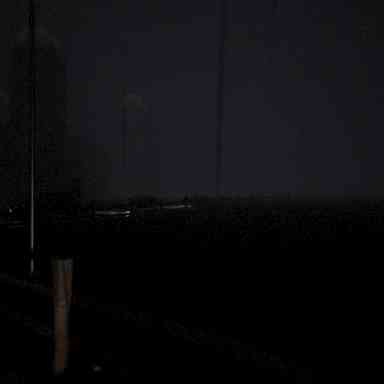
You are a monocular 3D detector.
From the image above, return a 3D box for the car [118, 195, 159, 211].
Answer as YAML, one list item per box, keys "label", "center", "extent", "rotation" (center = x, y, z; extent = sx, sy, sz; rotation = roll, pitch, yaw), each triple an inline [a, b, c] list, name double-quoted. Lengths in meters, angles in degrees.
- label: "car"
  center: [-5.569, 1.064, 35.060]
  extent: [1.882, 1.535, 5.008]
  rotation: [1, 1, 35]

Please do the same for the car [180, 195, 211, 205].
- label: "car"
  center: [0.528, 1.039, 43.698]
  extent: [1.895, 1.301, 4.718]
  rotation: [1, 1, 35]

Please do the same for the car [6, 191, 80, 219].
- label: "car"
  center: [-11.617, 0.958, 26.470]
  extent: [2.150, 2.045, 5.566]
  rotation: [1, 1, 35]
